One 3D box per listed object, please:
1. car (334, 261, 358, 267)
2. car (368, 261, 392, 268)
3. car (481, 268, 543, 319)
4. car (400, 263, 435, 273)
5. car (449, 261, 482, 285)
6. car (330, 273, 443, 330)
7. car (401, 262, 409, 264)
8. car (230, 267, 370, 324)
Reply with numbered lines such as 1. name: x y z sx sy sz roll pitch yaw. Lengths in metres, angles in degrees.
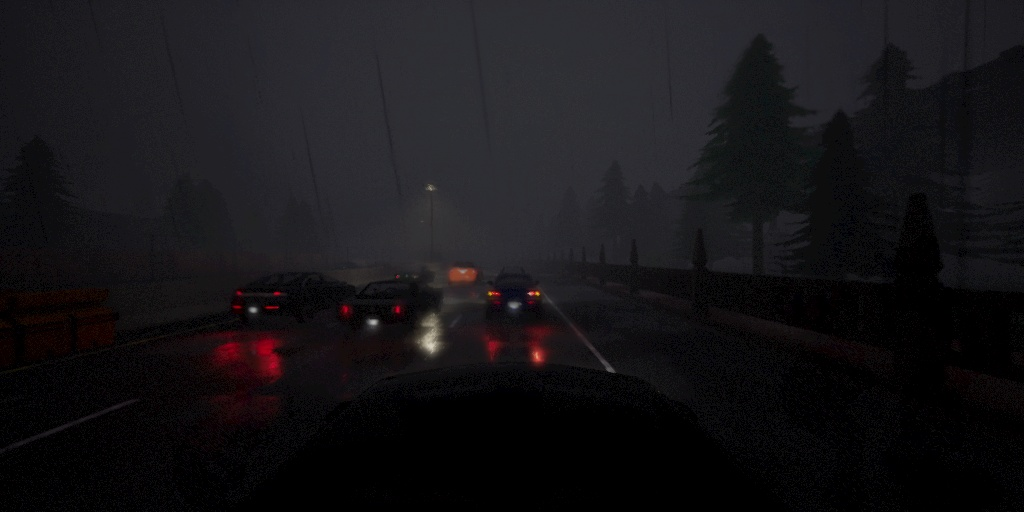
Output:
1. car: -21.201 1.404 45.826 1.812 1.442 4.674 0 0 -1
2. car: -17.710 1.434 48.395 2.033 1.411 5.357 0 0 -1
3. car: 0.068 1.309 12.863 1.812 1.442 4.674 0 -1 0
4. car: -6.946 1.423 26.168 1.895 1.301 4.718 0 0 0
5. car: -3.441 1.176 27.300 2.097 1.767 4.553 0 0 0
6. car: -3.442 1.379 11.168 1.895 1.301 4.718 0 0 0
7. car: -14.330 1.454 49.449 1.994 1.385 4.181 0 0 -3
8. car: -6.937 1.270 12.067 2.128 1.511 4.902 0 0 0
